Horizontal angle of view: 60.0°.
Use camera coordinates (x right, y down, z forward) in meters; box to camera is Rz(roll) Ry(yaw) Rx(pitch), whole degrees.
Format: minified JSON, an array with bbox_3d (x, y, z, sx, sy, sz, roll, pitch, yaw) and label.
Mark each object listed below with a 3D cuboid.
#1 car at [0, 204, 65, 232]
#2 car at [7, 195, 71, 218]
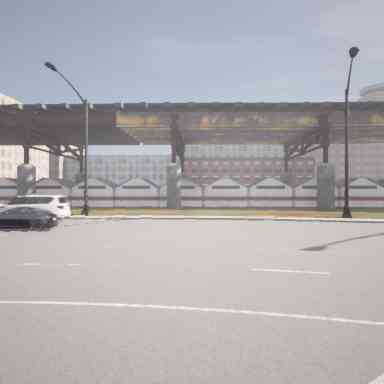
[{"bbox_3d":[-10.103,1.564,19.629,4.181,1.385,1.994,0,0,0],"label":"car"},{"bbox_3d":[-11.479,1.223,23.512,5.566,2.045,2.150,0,-1,-3],"label":"car"}]
